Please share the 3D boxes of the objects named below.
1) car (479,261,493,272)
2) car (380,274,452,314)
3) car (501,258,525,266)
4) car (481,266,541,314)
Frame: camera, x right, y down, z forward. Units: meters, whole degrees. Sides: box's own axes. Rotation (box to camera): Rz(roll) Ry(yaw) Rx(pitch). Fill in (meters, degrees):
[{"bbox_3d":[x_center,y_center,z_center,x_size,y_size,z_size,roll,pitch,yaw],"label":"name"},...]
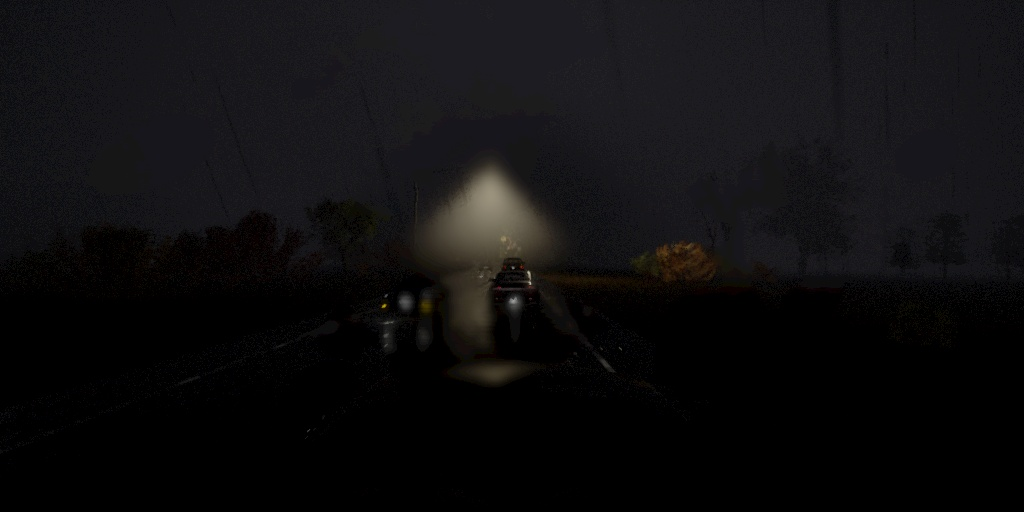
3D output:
[{"bbox_3d":[-3.866,1.566,53.664,2.128,1.511,4.902,0,0,-1],"label":"car"},{"bbox_3d":[-3.597,1.391,14.073,1.994,1.385,4.181,0,0,0],"label":"car"},{"bbox_3d":[0.098,1.184,35.027,2.150,2.045,5.566,0,0,0],"label":"car"},{"bbox_3d":[0.101,1.320,14.278,2.128,1.511,4.902,0,0,0],"label":"car"}]
